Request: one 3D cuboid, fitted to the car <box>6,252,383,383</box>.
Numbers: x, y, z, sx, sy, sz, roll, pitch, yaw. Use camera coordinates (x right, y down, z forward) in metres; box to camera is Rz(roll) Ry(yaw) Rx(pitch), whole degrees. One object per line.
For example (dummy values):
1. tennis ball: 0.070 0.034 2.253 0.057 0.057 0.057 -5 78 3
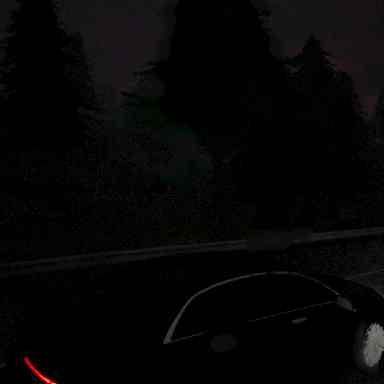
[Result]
1. car: 0.548 1.513 4.047 4.892 1.490 1.837 0 0 -35
